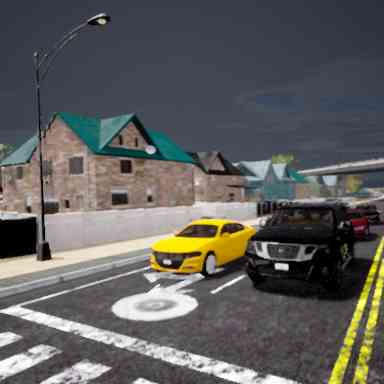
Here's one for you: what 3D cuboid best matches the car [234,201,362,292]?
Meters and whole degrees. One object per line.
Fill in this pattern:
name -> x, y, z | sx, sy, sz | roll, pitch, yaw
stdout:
car -> 3.479, 1.360, 9.895 | 2.150, 2.045, 5.566 | -2, -1, 32

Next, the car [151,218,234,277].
car -> 0.617, 1.702, 11.435 | 1.882, 1.535, 5.008 | -2, -1, 32

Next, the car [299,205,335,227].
car -> 10.058, 1.868, 26.542 | 1.812, 1.442, 4.674 | -2, -1, 32

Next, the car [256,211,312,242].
car -> 5.377, 1.847, 19.060 | 1.994, 1.385, 4.181 | -2, -1, 32

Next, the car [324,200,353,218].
car -> 15.716, 1.768, 35.595 | 2.097, 1.767, 4.553 | -2, -1, 32

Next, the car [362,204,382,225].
car -> 14.039, 1.775, 26.761 | 1.837, 1.490, 4.892 | -2, -1, 32

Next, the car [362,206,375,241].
car -> 8.649, 1.728, 18.175 | 1.812, 1.442, 4.674 | -2, -1, 32
